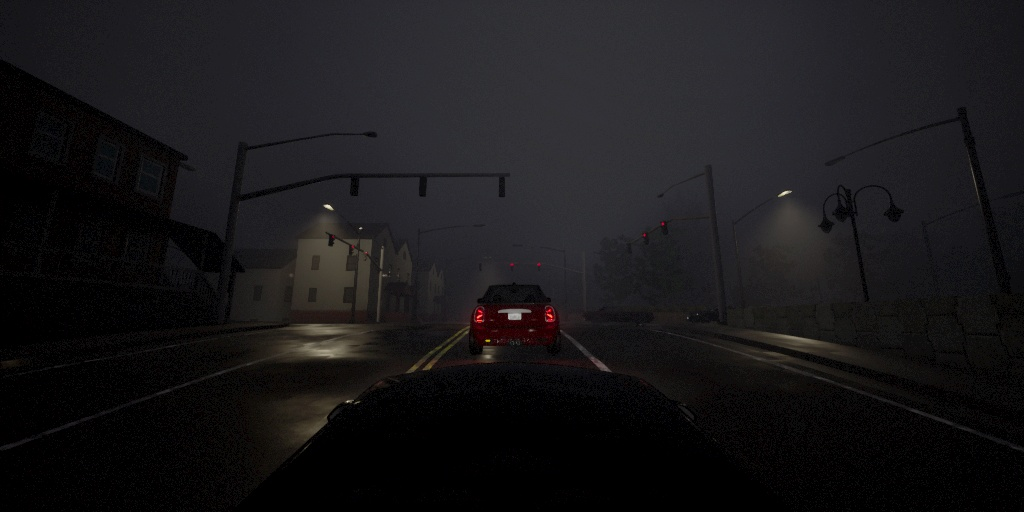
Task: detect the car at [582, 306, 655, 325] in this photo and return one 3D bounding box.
[{"bbox_3d":[7.260,4.100,24.790,4.718,1.301,1.895,-1,-10,8],"label":"car"}]

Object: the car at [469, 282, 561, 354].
[{"bbox_3d":[0.061,1.564,10.044,2.097,1.767,4.553,-1,-6,0],"label":"car"}]

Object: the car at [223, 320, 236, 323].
[{"bbox_3d":[-19.892,5.152,24.880,5.008,1.535,1.882,-9,-10,0],"label":"car"}]

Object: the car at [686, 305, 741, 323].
[{"bbox_3d":[16.310,4.622,28.272,4.902,1.511,2.128,0,-10,1],"label":"car"}]
